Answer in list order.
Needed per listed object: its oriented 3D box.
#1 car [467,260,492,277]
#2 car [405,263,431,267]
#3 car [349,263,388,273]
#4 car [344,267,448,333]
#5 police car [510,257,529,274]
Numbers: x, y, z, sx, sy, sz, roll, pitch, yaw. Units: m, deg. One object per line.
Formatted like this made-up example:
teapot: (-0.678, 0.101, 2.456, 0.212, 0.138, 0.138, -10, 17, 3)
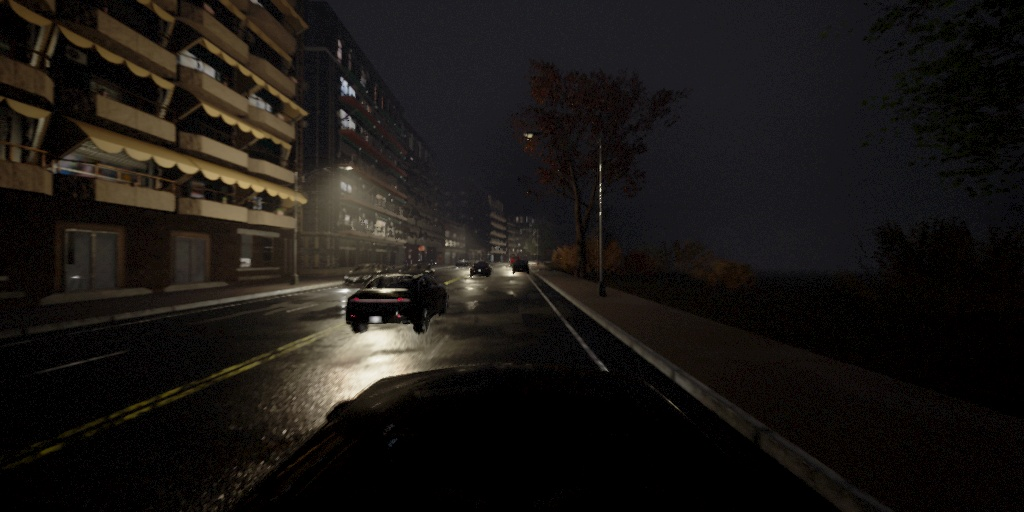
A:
car: (-3.151, 1.363, 36.834, 1.994, 1.385, 4.181, 0, 0, 0)
car: (-6.593, 1.285, 24.871, 1.837, 1.490, 4.892, 0, 0, 0)
car: (-9.842, 1.285, 24.860, 1.837, 1.490, 4.892, 0, 0, 0)
car: (-3.150, 1.253, 10.702, 2.128, 1.511, 4.902, 0, 0, 0)
police car: (0.973, 1.232, 41.374, 1.930, 1.638, 5.238, 0, 0, 0)
